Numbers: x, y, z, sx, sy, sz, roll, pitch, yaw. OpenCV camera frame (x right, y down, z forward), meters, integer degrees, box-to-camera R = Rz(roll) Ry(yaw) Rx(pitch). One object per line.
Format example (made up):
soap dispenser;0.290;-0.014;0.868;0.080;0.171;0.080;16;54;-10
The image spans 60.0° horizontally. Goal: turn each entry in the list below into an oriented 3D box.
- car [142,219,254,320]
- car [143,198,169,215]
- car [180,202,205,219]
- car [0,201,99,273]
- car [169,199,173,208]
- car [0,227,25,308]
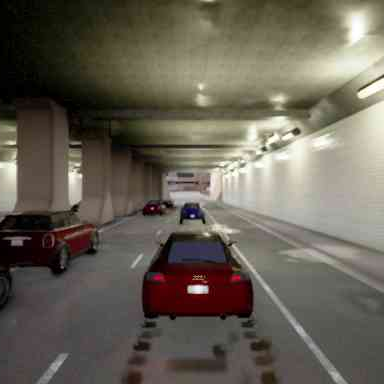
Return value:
car;0.091;1.554;7.422;1.994;1.385;4.181;0;0;0
car;-3.728;1.524;33.565;1.994;1.385;4.181;0;0;1
car;0.038;1.492;25.165;1.812;1.442;4.674;0;0;0
car;-4.575;1.344;10.821;2.097;1.767;4.553;0;0;0
car;-3.634;1.544;46.440;1.895;1.301;4.718;0;0;0
car;-4.558;1.527;4.851;1.812;1.442;4.674;0;0;0
